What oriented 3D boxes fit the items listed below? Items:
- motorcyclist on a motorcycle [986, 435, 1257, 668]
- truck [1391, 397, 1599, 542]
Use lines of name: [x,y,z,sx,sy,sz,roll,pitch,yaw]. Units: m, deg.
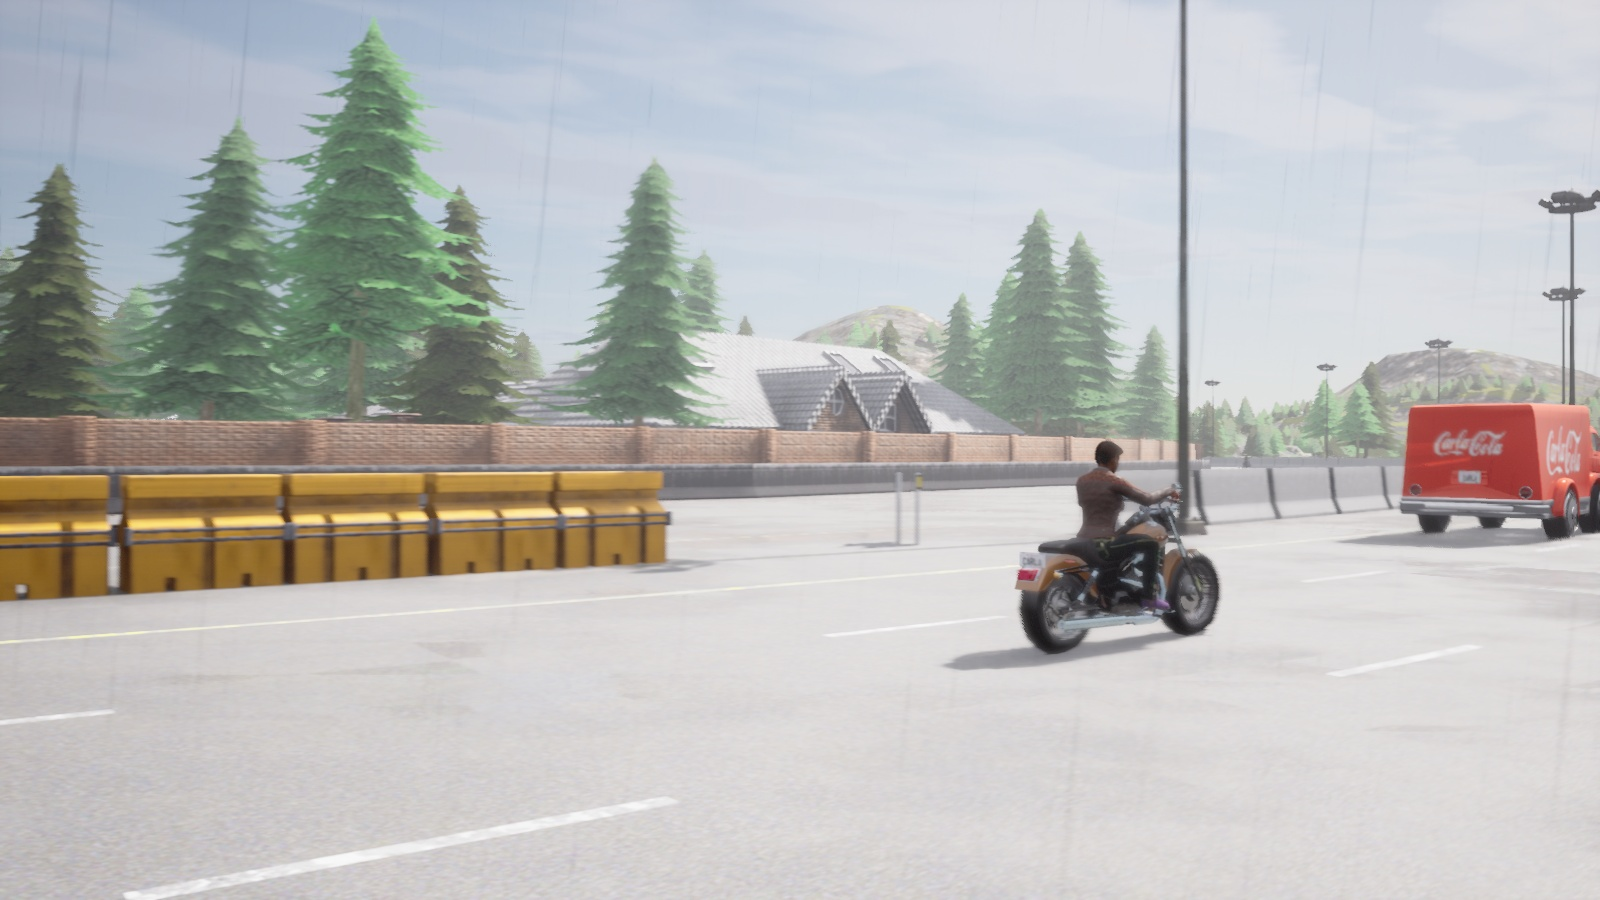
motorcyclist on a motorcycle: [2.586,0.727,9.921,2.350,1.649,0.766,0,-1,-37]
truck: [13.742,0.315,24.108,5.204,2.467,2.627,0,0,-44]
